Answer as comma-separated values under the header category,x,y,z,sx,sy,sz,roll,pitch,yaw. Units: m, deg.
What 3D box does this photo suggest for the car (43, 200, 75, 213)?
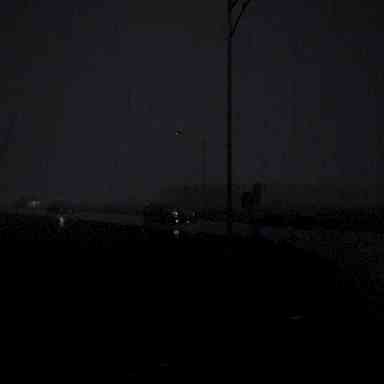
category,x,y,z,sx,sy,sz,roll,pitch,yaw
car,-18.010,1.917,44.897,4.902,1.511,2.128,-1,0,43

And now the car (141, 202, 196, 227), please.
category,x,y,z,sx,sy,sz,roll,pitch,yaw
car,-1.823,1.539,24.556,2.097,1.767,4.553,-1,0,-43

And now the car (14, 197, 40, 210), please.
category,x,y,z,sx,sy,sz,roll,pitch,yaw
car,-25.733,1.755,51.862,5.566,2.045,2.150,-1,0,42

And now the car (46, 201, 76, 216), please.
category,x,y,z,sx,sy,sz,roll,pitch,yaw
car,-15.140,1.884,38.206,4.892,1.490,1.837,-1,0,44
